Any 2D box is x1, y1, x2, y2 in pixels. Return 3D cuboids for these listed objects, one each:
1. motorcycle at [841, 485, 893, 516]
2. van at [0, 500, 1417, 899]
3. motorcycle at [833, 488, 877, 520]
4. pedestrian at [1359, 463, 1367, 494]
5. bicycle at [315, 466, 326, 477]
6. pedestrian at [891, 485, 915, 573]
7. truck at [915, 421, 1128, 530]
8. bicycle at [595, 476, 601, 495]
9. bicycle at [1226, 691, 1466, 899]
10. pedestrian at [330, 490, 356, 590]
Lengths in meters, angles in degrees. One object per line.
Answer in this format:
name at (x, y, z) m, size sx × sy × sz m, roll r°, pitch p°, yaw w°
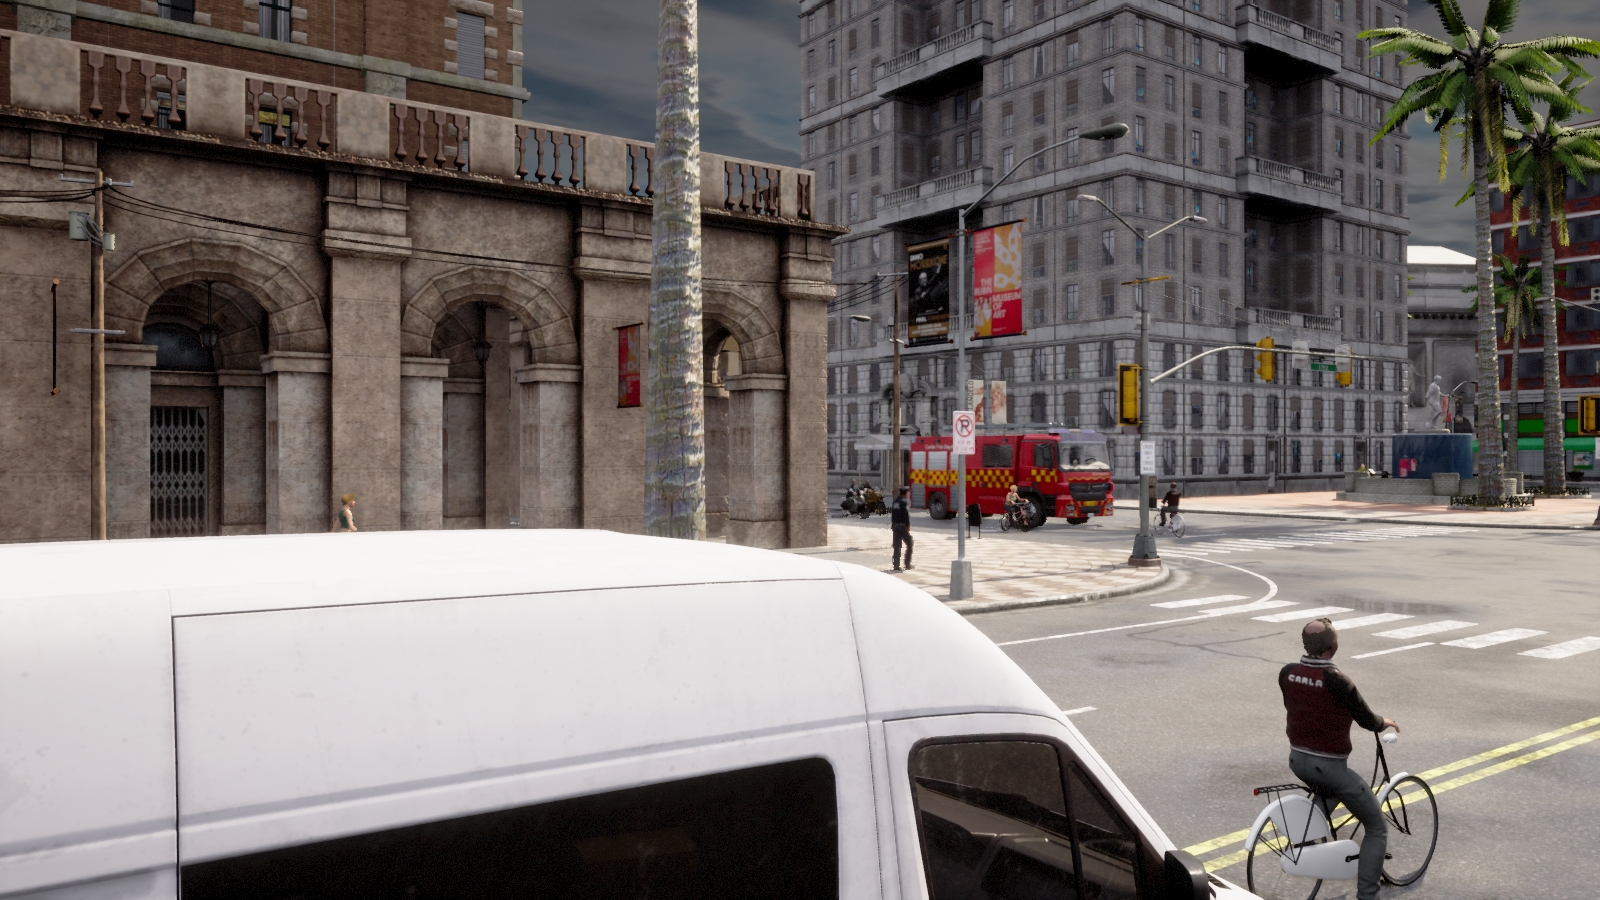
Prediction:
motorcycle at (2.904, 2.205, 49.916) m, size 2.209 × 1.251 × 0.867 m, roll 0°, pitch 0°, yaw 42°
van at (-0.760, 1.534, 3.254) m, size 5.915 × 2.561 × 1.988 m, roll 0°, pitch 0°, yaw -35°
motorcycle at (2.227, 2.182, 46.623) m, size 0.856 × 1.236 × 1.805 m, roll 0°, pitch 0°, yaw -35°
pedestrian at (34.009, 1.696, 68.997) m, size 0.375 × 1.860 × 0.375 m, roll 0°, pitch 0°, yaw 38°
bicycle at (-50.398, 2.256, 120.082) m, size 0.859 × 1.080 × 1.487 m, roll 0°, pitch 0°, yaw -35°
pedestrian at (2.229, 1.696, 24.695) m, size 0.375 × 1.860 × 0.375 m, roll 0°, pitch 0°, yaw -34°
truck at (8.369, 0.891, 44.439) m, size 2.891 × 3.827 × 8.468 m, roll 0°, pitch 0°, yaw -35°
bicycle at (-12.600, 2.210, 71.258) m, size 0.329 × 1.171 × 1.835 m, roll 0°, pitch 0°, yaw -13°
bicycle at (3.417, 2.210, 7.085) m, size 1.835 × 1.171 × 0.329 m, roll 0°, pitch 0°, yaw -29°
pedestrian at (-8.671, 1.698, 21.685) m, size 0.375 × 1.860 × 0.375 m, roll 0°, pitch 0°, yaw -35°
